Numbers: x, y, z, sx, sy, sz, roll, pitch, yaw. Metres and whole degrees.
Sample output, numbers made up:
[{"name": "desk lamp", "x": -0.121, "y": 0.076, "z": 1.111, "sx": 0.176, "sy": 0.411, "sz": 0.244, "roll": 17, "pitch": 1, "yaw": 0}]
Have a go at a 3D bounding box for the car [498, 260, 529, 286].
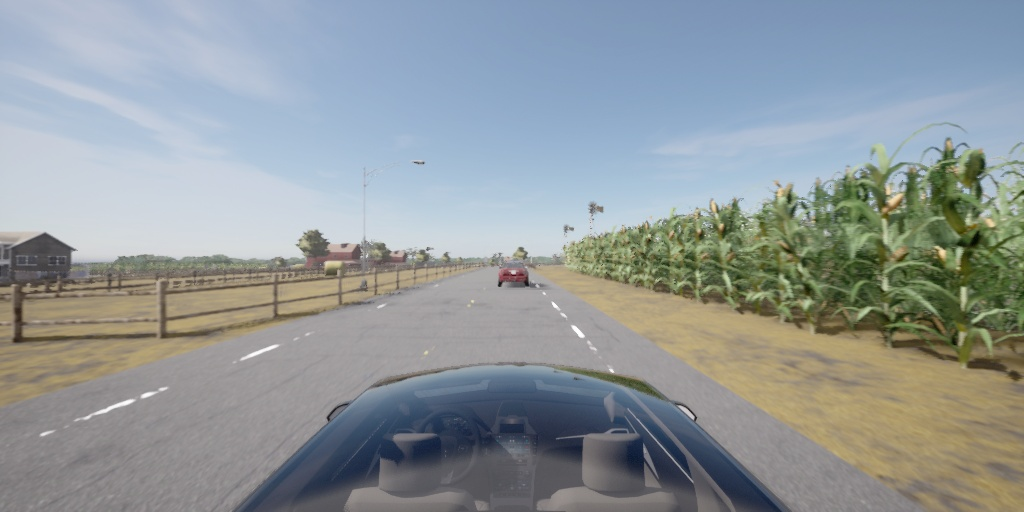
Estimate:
[{"name": "car", "x": 0.099, "y": 1.175, "z": 26.379, "sx": 2.097, "sy": 1.767, "sz": 4.553, "roll": 0, "pitch": 0, "yaw": 0}]
